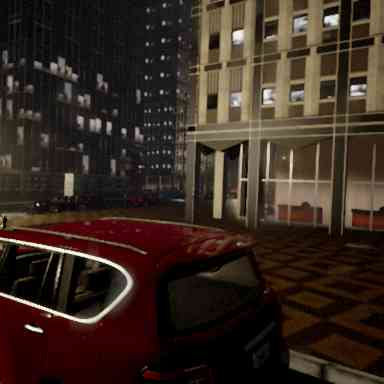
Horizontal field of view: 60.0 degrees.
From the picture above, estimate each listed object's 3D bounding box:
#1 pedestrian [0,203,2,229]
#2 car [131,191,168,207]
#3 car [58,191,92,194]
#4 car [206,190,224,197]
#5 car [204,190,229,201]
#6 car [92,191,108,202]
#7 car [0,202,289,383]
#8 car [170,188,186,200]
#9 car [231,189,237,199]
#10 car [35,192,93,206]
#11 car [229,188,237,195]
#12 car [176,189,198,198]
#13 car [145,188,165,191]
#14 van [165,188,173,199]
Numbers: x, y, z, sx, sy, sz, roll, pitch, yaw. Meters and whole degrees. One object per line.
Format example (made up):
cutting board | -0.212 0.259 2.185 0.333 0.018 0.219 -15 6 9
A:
pedestrian | -9.021 0.788 15.198 0.375 1.860 0.375 3 3 35
car | -4.935 0.913 36.725 1.802 1.307 4.206 3 2 30
car | -13.127 0.634 34.162 1.837 1.490 4.892 3 2 30
car | 4.827 0.244 70.104 1.887 1.381 4.507 3 2 30
car | 3.605 0.636 51.368 1.967 1.590 4.097 3 2 30
car | -12.257 0.535 40.789 1.947 1.339 4.313 3 2 30
car | -1.423 1.239 3.868 5.009 1.841 2.192 2 2 36
car | -1.110 0.507 54.699 1.994 1.385 4.181 3 2 31
car | 9.378 0.630 61.282 1.752 1.417 4.829 3 2 30
car | -10.625 0.986 26.960 1.947 1.339 4.313 3 2 30
car | 10.530 -0.075 79.868 2.192 1.841 5.009 3 2 30
car | -0.863 0.229 60.329 1.967 1.590 4.097 3 2 30
car | -6.558 0.319 50.557 1.967 1.590 4.097 3 2 30
van | -3.707 0.175 55.440 1.690 1.788 3.998 3 2 30
